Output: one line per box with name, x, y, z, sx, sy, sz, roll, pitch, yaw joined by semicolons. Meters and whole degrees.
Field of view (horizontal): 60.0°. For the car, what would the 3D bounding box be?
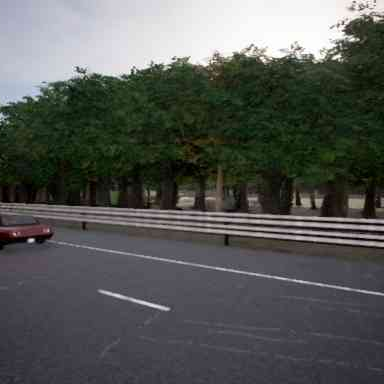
car;-8.101;1.617;14.487;4.718;1.301;1.895;0;0;38
